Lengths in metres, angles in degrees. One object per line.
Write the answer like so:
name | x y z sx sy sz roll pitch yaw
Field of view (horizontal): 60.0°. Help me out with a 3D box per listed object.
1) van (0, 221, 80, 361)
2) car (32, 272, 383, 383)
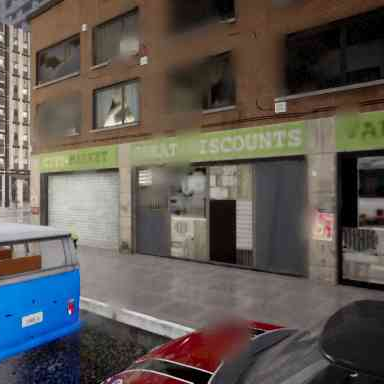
van | -3.485 1.343 5.197 3.998 1.788 1.690 0 0 35
car | 1.155 1.440 1.903 4.097 1.590 1.967 0 0 35
